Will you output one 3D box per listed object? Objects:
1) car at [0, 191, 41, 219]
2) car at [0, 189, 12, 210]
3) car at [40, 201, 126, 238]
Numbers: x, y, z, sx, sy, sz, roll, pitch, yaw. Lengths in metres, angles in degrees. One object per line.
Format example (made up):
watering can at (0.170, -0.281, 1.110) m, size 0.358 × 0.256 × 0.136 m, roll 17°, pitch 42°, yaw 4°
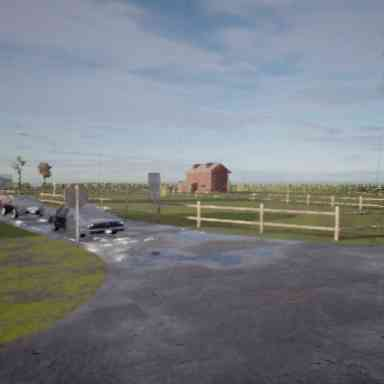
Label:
car at (-12.006, 0.973, 23.554) m, size 2.128 × 1.511 × 4.902 m, roll -1°, pitch 2°, yaw -41°
car at (-18.546, 0.630, 31.044) m, size 2.097 × 1.767 × 4.553 m, roll -1°, pitch 2°, yaw -40°
car at (-5.291, 1.234, 16.101) m, size 2.033 × 1.411 × 5.357 m, roll -1°, pitch 2°, yaw -42°
